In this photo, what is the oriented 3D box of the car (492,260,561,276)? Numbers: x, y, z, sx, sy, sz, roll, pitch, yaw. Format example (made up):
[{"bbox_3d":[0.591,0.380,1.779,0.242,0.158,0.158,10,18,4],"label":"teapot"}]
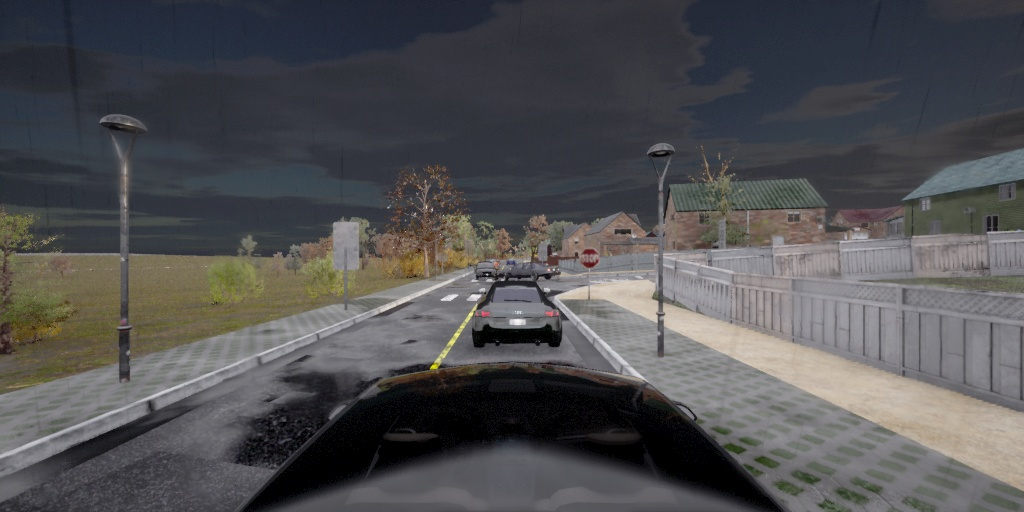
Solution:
[{"bbox_3d":[1.264,1.198,28.310,5.357,1.411,2.033,-4,-3,43],"label":"car"}]

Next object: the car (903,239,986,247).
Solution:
[{"bbox_3d":[23.838,-0.208,20.327,4.902,1.511,2.128,-3,0,14],"label":"car"}]

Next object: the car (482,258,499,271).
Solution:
[{"bbox_3d":[-2.982,1.121,51.028,2.097,1.767,4.553,0,0,0],"label":"car"}]

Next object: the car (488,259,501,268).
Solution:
[{"bbox_3d":[-2.995,1.256,61.065,1.882,1.535,5.008,0,0,0],"label":"car"}]

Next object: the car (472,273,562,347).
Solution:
[{"bbox_3d":[0.082,1.313,9.292,1.994,1.385,4.181,0,0,-1],"label":"car"}]

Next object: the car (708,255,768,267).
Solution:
[{"bbox_3d":[14.330,0.413,22.723,4.181,1.385,1.994,-3,0,16],"label":"car"}]

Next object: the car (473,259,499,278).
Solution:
[{"bbox_3d":[-2.331,1.258,31.212,1.837,1.490,4.892,0,0,-8],"label":"car"}]
